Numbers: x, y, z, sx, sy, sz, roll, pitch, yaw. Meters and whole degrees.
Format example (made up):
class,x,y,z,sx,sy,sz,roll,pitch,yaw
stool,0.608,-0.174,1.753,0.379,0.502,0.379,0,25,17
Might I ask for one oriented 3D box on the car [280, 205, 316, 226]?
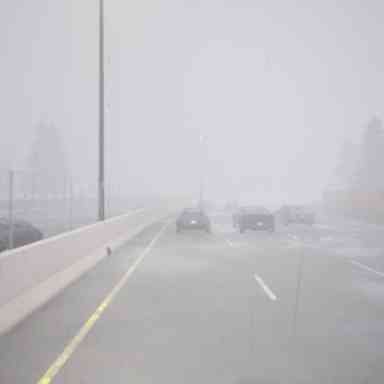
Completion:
class,x,y,z,sx,sy,sz,roll,pitch,yaw
car,7.085,1.610,23.633,2.033,1.411,5.357,0,0,1

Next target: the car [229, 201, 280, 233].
class,x,y,z,sx,sy,sz,roll,pitch,yaw
car,3.576,1.533,19.972,1.882,1.535,5.008,0,0,0

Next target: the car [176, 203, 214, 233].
class,x,y,z,sx,sy,sz,roll,pitch,yaw
car,0.077,1.623,20.147,1.994,1.385,4.181,0,0,0

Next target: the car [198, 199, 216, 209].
class,x,y,z,sx,sy,sz,roll,pitch,yaw
car,1.931,1.619,43.992,2.128,1.511,4.902,-1,0,12

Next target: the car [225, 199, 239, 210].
class,x,y,z,sx,sy,sz,roll,pitch,yaw
car,5.478,1.649,43.973,1.812,1.442,4.674,-1,0,13
